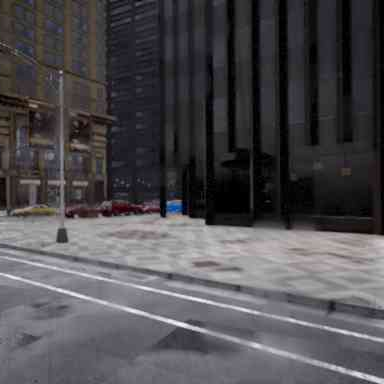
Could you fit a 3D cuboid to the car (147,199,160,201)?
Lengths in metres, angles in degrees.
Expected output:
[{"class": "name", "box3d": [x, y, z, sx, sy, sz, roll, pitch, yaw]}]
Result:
[{"class": "car", "box3d": [-6.359, 2.101, 53.554, 2.192, 1.841, 5.009, -2, -2, 36]}]

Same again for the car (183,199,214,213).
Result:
[{"class": "car", "box3d": [1.060, 2.035, 49.229, 2.192, 1.841, 5.009, -2, -2, 36]}]

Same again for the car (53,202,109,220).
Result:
[{"class": "car", "box3d": [-10.787, 1.990, 32.682, 1.887, 1.381, 4.507, -2, -2, 36]}]

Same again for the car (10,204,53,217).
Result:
[{"class": "car", "box3d": [-17.818, 2.046, 37.510, 1.752, 1.417, 4.829, -2, -2, 36]}]

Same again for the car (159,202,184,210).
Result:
[{"class": "car", "box3d": [-3.516, 2.396, 57.524, 1.887, 1.381, 4.507, -2, -2, 36]}]

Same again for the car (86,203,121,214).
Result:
[{"class": "car", "box3d": [-12.038, 2.206, 45.598, 2.008, 1.369, 4.403, -2, -2, 36]}]

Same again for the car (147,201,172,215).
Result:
[{"class": "car", "box3d": [-4.862, 2.165, 40.952, 1.802, 1.307, 4.206, -2, -2, 36]}]

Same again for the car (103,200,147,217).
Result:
[{"class": "car", "box3d": [-7.827, 1.829, 36.823, 2.192, 1.841, 5.009, -2, -2, 36]}]

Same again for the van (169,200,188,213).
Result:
[{"class": "van", "box3d": [-1.902, 1.993, 45.093, 1.690, 1.788, 3.998, -2, -2, 36]}]
